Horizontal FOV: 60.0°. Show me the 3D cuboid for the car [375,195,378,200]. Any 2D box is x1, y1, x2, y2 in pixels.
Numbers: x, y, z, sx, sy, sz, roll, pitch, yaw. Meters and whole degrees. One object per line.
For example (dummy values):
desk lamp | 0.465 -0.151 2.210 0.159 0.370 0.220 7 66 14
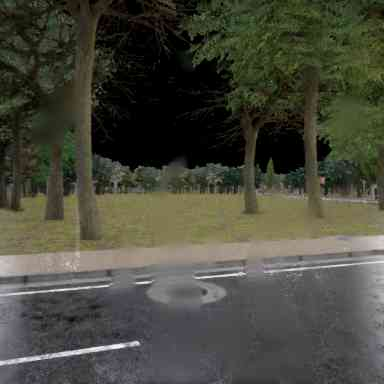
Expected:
car | 45.084 1.251 80.104 1.994 1.385 4.181 0 0 5
